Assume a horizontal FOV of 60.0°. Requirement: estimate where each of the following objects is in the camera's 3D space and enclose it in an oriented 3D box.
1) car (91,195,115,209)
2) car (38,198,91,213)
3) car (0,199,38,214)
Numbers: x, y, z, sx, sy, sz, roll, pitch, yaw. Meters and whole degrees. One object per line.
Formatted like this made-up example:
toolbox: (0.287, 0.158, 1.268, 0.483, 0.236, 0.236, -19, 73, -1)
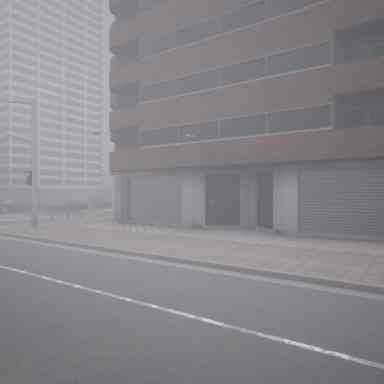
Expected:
car: (-12.816, 1.505, 44.169, 1.837, 1.490, 4.892, 0, 0, 35)
car: (-13.907, 1.601, 36.478, 1.895, 1.301, 4.718, 0, 0, 35)
car: (-18.771, 1.477, 35.614, 1.882, 1.535, 5.008, 0, 0, 35)
